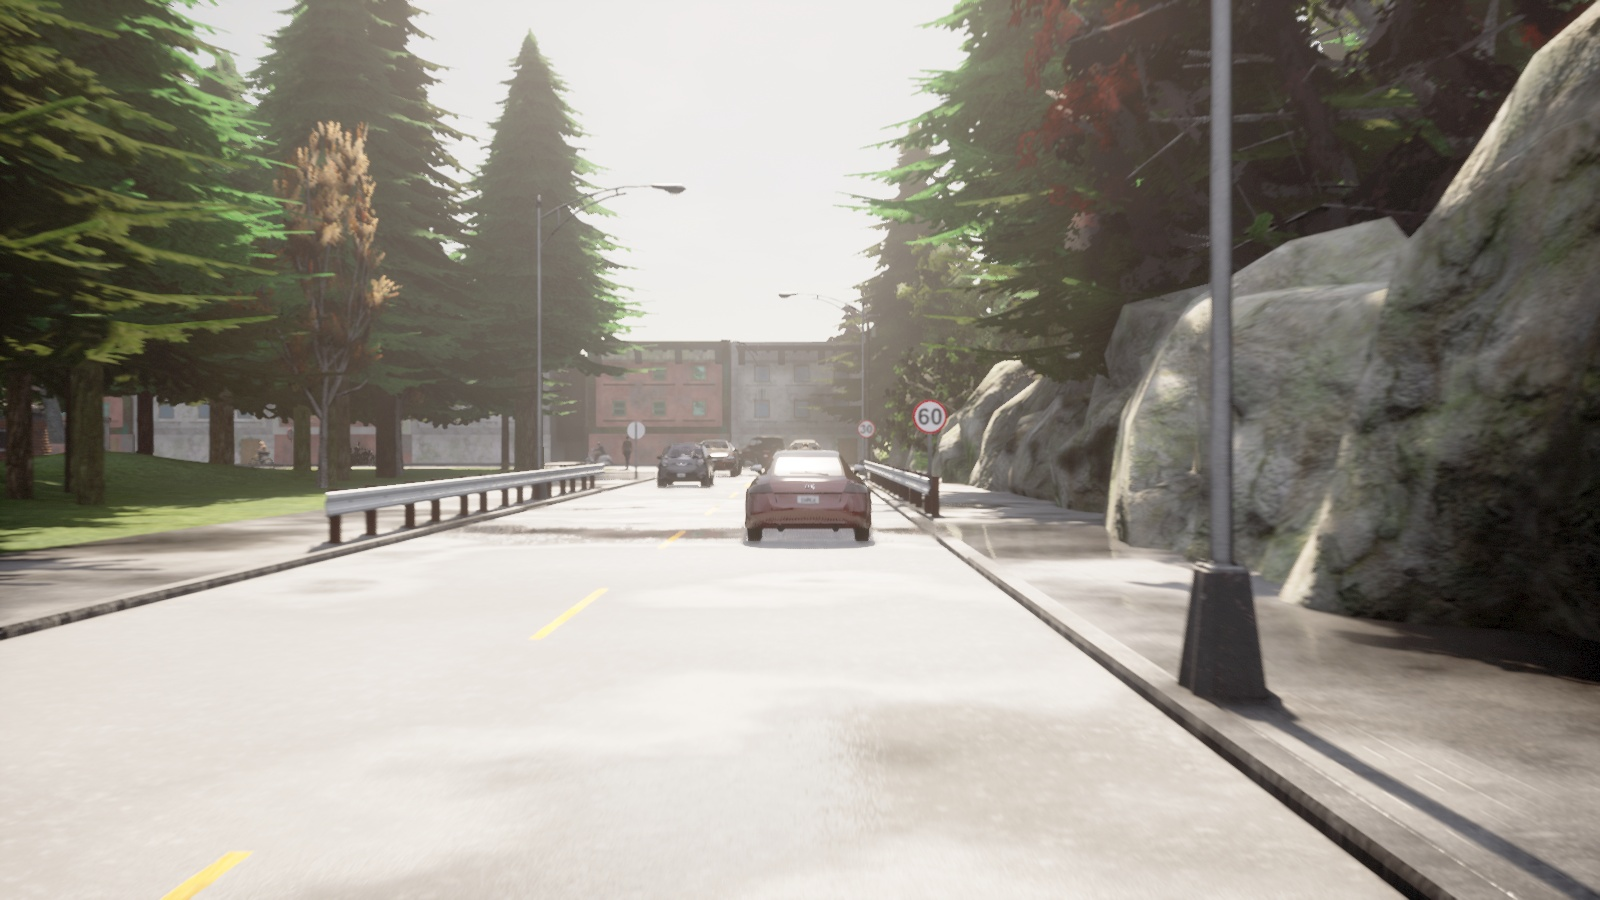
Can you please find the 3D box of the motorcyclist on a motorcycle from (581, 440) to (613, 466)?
[{"bbox_3d":[-12.710,0.191,78.627,1.817,1.590,0.866,0,1,3],"label":"motorcyclist on a motorcycle"}]

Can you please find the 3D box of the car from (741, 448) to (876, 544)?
[{"bbox_3d":[0.130,0.680,20.638,1.994,1.385,4.181,0,0,0],"label":"car"}]

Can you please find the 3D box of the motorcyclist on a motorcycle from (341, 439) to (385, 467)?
[{"bbox_3d":[-26.048,0.201,74.827,2.350,1.649,0.766,0,0,0],"label":"motorcyclist on a motorcycle"}]

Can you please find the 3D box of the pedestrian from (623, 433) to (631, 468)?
[{"bbox_3d":[-8.955,0.037,64.919,0.328,1.805,0.869,0,0,-4],"label":"pedestrian"}]

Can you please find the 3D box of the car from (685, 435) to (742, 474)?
[{"bbox_3d":[-3.799,0.168,55.820,2.152,1.651,5.027,0,0,0],"label":"car"}]

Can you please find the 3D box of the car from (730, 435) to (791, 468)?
[{"bbox_3d":[-2.353,0.073,73.966,1.905,1.878,3.866,0,0,-31],"label":"car"}]

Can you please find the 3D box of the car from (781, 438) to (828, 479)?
[{"bbox_3d":[0.183,0.323,50.767,1.851,1.617,3.988,0,0,0],"label":"car"}]

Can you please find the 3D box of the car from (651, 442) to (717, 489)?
[{"bbox_3d":[-3.830,0.492,41.967,1.845,1.501,3.633,0,0,0],"label":"car"}]
